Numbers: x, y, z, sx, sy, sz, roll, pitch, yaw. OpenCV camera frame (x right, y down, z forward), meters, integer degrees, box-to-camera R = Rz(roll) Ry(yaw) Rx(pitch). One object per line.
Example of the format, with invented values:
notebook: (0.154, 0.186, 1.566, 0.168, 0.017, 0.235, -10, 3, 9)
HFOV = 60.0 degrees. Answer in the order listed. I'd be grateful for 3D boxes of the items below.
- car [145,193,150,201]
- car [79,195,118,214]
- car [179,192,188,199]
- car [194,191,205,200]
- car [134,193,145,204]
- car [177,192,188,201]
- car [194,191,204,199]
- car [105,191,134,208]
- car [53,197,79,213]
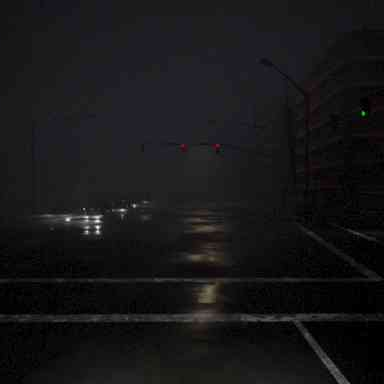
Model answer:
car: (-9.096, 0.947, 63.488, 2.033, 1.411, 5.357, 0, 1, 1)
car: (-9.521, 1.369, 34.267, 2.128, 1.511, 4.902, 0, 1, 1)
car: (-1.899, 0.741, 75.797, 2.033, 1.411, 5.357, 0, 1, 1)
car: (1.571, 0.855, 65.415, 2.128, 1.511, 4.902, 0, 1, 1)
car: (-9.282, 1.132, 52.953, 2.033, 1.411, 5.357, 0, 1, 1)
car: (-1.936, 0.917, 65.146, 2.033, 1.411, 5.357, 0, 1, 1)
car: (1.601, 0.555, 75.805, 2.097, 1.767, 4.553, 0, 1, 1)
car: (-9.404, 1.106, 43.308, 2.097, 1.767, 4.553, 0, 1, 1)
car: (-13.009, 1.346, 35.333, 1.882, 1.535, 5.008, 0, 1, 1)
